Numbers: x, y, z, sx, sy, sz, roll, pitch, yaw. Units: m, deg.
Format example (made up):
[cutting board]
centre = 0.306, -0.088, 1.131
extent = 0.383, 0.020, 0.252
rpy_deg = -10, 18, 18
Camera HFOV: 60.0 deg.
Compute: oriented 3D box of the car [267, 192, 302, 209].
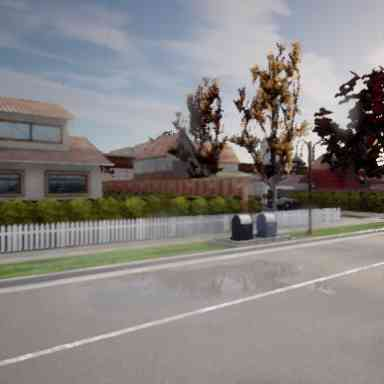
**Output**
[car]
centre = 10.153, 0.943, 36.972
extent = 1.905, 1.878, 3.866
rpy_deg = 0, 0, -35
